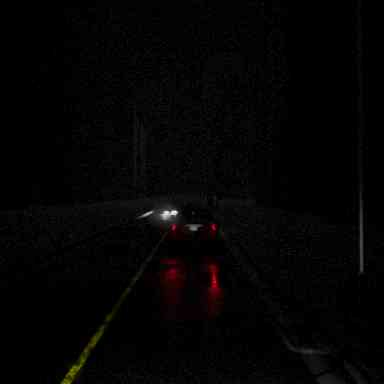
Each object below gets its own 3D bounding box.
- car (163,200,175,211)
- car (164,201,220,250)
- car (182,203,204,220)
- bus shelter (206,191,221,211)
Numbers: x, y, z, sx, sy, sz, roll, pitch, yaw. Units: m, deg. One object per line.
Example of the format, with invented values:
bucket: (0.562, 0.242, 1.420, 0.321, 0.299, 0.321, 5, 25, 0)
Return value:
car: (-3.075, 1.859, 47.621, 2.128, 1.511, 4.902, 0, 0, 0)
car: (0.085, 1.464, 15.094, 2.097, 1.767, 4.553, 0, 0, 0)
car: (0.093, 1.803, 31.166, 1.994, 1.385, 4.181, 0, 0, 0)
bus shelter: (3.131, 1.250, 48.474, 1.920, 2.740, 3.880, 0, -1, 0)
